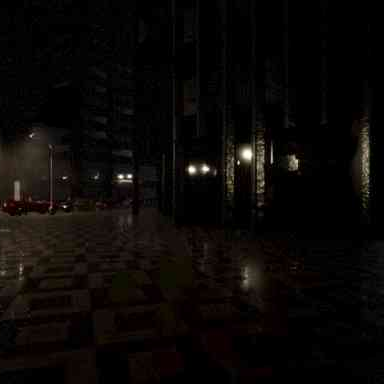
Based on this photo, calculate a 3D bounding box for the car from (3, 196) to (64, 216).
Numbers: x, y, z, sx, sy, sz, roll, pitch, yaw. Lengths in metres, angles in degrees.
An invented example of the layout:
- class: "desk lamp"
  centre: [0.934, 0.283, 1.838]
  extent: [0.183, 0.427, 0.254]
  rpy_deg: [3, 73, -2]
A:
- class: "car"
  centre: [-15.399, 1.323, 31.953]
  extent: [2.192, 1.841, 5.009]
  rpy_deg: [0, 0, 35]

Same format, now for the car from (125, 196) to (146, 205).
- class: "car"
  centre: [-9.542, 1.429, 55.371]
  extent: [1.967, 1.590, 4.097]
  rpy_deg: [0, 0, 35]

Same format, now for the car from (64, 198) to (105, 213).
- class: "car"
  centre: [-12.186, 1.571, 36.589]
  extent: [1.947, 1.339, 4.313]
  rpy_deg: [0, 0, 35]

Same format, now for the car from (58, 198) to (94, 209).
- class: "car"
  centre: [-15.967, 1.540, 46.101]
  extent: [1.887, 1.381, 4.507]
  rpy_deg: [0, 0, 35]

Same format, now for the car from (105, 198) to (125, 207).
- class: "car"
  centre: [-12.754, 1.574, 50.736]
  extent: [1.802, 1.307, 4.206]
  rpy_deg: [0, 0, 35]
